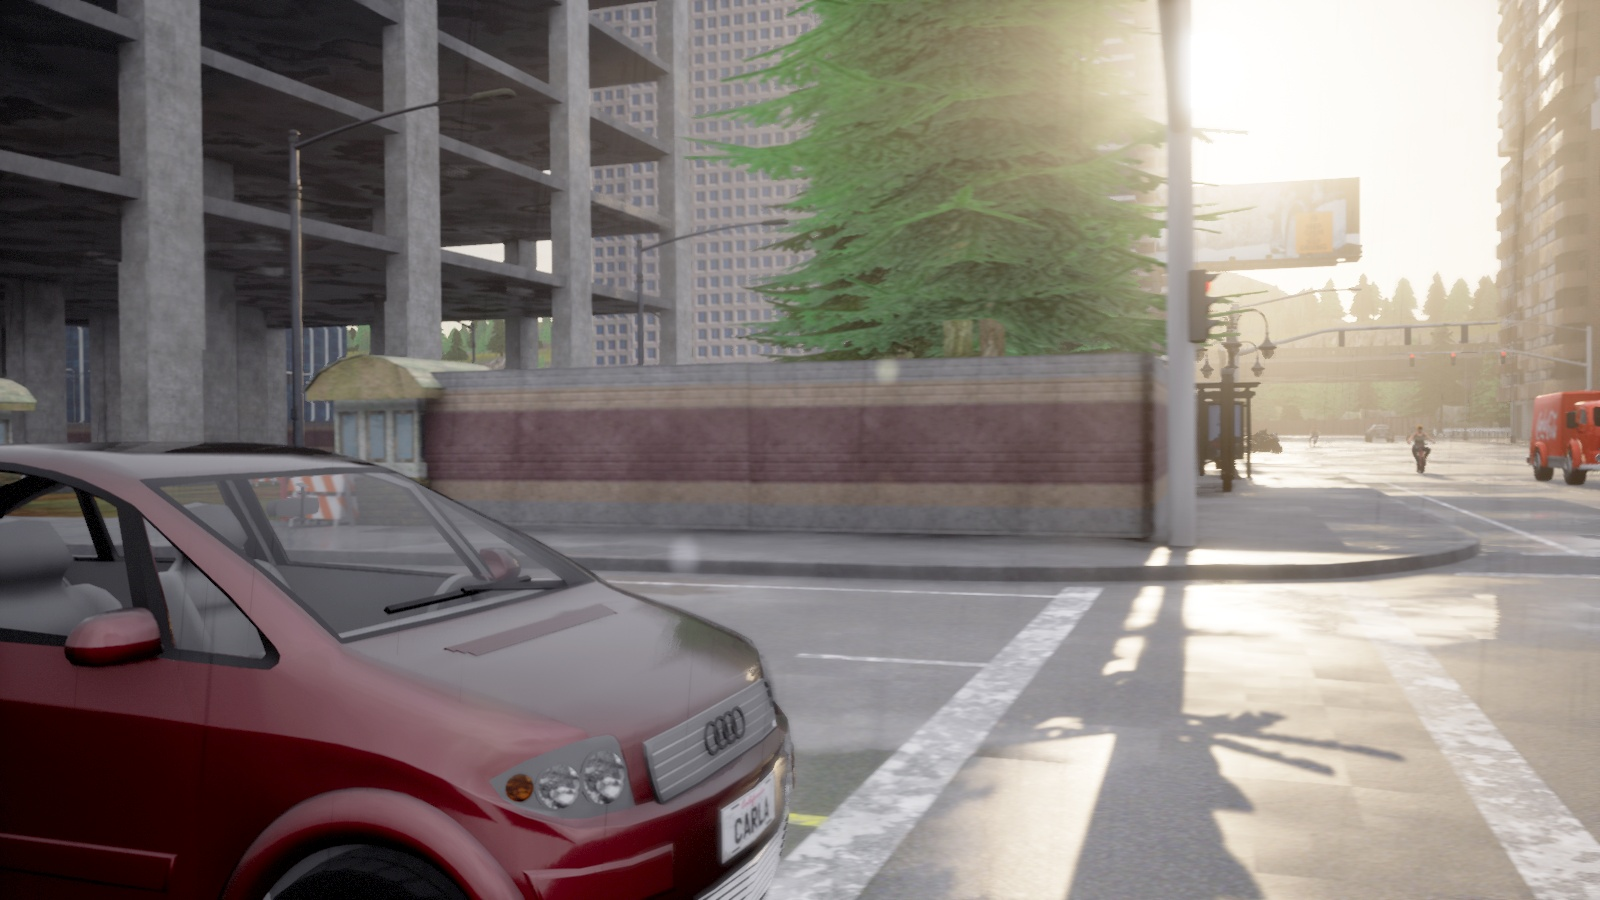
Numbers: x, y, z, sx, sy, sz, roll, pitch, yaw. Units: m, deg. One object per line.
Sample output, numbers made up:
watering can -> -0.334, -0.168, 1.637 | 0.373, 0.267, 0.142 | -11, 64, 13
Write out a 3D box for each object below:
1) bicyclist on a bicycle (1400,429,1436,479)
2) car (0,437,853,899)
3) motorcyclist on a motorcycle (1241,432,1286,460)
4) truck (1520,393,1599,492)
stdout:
bicyclist on a bicycle -> 20.186, 0.116, 41.026 | 0.866, 1.612, 1.509 | 0, 1, 19
car -> -1.873, 0.746, 3.822 | 3.705, 1.549, 1.789 | 0, 1, 19
motorcyclist on a motorcycle -> 25.987, -0.247, 70.388 | 2.191, 1.530, 0.866 | 1, 3, 45
truck -> 21.339, -0.191, 33.645 | 2.627, 2.467, 5.204 | 0, 0, 19
